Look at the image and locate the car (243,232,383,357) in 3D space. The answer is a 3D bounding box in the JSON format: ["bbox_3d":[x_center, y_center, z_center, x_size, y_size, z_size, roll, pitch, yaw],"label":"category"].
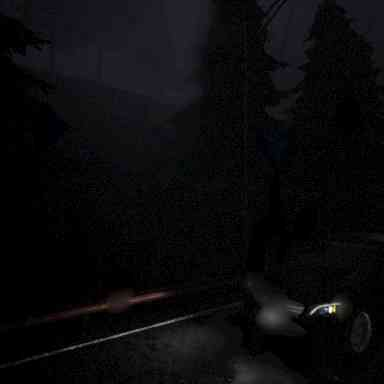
[{"bbox_3d":[3.034,1.525,6.158,4.674,1.442,1.812,0,0,-36],"label":"car"}]
